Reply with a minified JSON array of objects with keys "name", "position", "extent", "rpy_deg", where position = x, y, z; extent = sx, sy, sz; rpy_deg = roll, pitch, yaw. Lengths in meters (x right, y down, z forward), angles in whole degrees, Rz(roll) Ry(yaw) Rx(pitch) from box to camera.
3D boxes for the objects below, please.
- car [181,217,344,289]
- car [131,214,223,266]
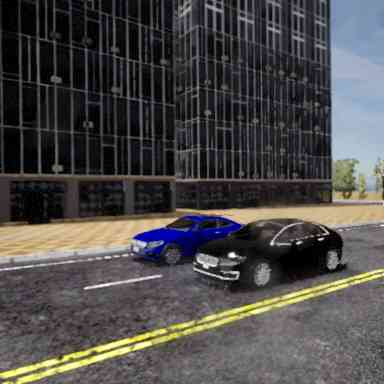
[{"name":"car","position":[2.307,1.521,9.321],"extent":[4.892,1.490,1.837],"rpy_deg":[0,0,-35]},{"name":"car","position":[0.147,1.541,11.772],"extent":[4.674,1.442,1.812],"rpy_deg":[0,0,-35]}]
